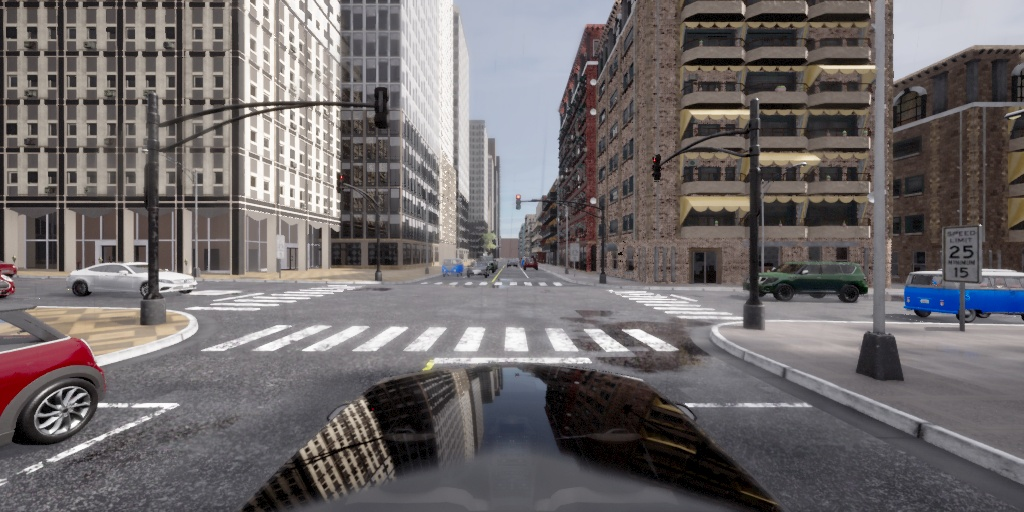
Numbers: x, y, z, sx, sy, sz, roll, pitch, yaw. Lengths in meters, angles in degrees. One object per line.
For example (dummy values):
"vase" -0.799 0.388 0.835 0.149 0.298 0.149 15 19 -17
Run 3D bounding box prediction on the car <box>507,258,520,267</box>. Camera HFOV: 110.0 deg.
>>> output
"car" 0.052 1.373 64.067 1.895 1.301 4.718 0 0 0

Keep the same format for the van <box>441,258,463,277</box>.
"van" -5.715 1.097 34.823 1.690 1.789 3.998 0 0 0

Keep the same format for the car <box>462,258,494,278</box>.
"car" -3.126 1.247 33.957 2.128 1.511 4.902 0 0 0

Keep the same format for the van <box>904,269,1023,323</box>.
"van" 16.904 1.453 13.083 3.998 1.789 1.690 0 0 0

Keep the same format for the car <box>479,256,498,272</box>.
"car" -3.131 0.982 43.850 2.150 2.045 5.566 0 0 0

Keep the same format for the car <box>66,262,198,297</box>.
"car" -16.551 0.989 15.686 4.674 1.442 1.812 1 0 1

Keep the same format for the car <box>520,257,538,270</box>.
"car" 2.652 1.079 51.483 2.192 1.841 5.009 0 0 0

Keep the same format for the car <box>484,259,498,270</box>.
"car" -3.126 1.244 54.166 1.882 1.535 5.008 0 0 0

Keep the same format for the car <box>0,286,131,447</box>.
"car" -5.691 1.190 2.349 1.967 1.591 4.097 0 0 0

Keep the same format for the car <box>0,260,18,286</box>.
"car" -21.156 0.818 13.104 4.097 1.591 1.967 0 0 0

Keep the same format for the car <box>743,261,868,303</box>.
"car" 15.446 1.297 19.004 5.566 2.045 2.150 1 0 0
